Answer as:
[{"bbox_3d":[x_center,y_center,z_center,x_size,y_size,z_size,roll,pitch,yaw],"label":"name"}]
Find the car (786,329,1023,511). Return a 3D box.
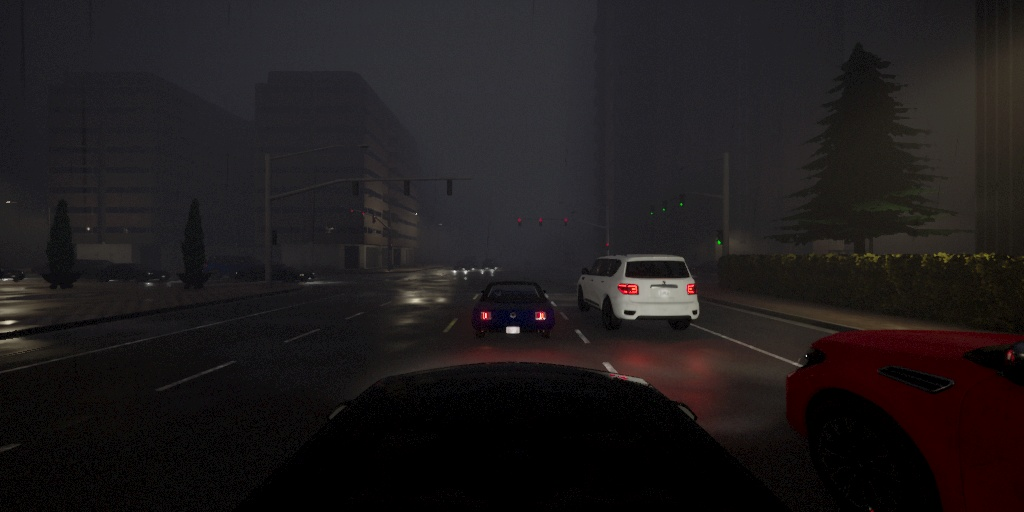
[{"bbox_3d":[3.601,0.972,0.917,2.150,2.045,5.566,0,0,0],"label":"car"}]

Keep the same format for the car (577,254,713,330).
[{"bbox_3d":[3.576,0.971,11.278,2.150,2.045,5.566,0,0,-2],"label":"car"}]

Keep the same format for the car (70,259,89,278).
[{"bbox_3d":[-35.708,1.100,30.900,4.553,1.767,2.097,0,0,1],"label":"car"}]

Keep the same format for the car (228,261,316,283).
[{"bbox_3d":[-17.895,1.297,27.122,5.357,1.411,2.033,0,0,2],"label":"car"}]

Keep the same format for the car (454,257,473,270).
[{"bbox_3d":[-7.147,1.274,51.544,1.812,1.442,4.674,0,0,0],"label":"car"}]

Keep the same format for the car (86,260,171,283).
[{"bbox_3d":[-28.883,1.275,27.335,4.674,1.442,1.812,0,0,1],"label":"car"}]

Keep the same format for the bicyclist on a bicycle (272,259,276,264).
[{"bbox_3d":[-28.690,1.049,42.820,0.582,1.620,1.656,0,0,0],"label":"bicyclist on a bicycle"}]

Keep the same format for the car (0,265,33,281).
[{"bbox_3d":[-40.417,1.275,27.438,4.674,1.442,1.812,0,0,0],"label":"car"}]

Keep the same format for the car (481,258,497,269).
[{"bbox_3d":[-3.666,1.253,55.456,1.837,1.490,4.892,0,0,0],"label":"car"}]

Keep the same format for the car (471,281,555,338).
[{"bbox_3d":[0.046,1.351,10.150,1.895,1.301,4.718,0,0,0],"label":"car"}]

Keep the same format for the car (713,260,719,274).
[{"bbox_3d":[20.828,1.227,37.607,5.008,1.535,1.882,0,0,1],"label":"car"}]

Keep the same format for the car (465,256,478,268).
[{"bbox_3d":[-7.156,0.969,61.246,2.150,2.045,5.566,0,0,0],"label":"car"}]

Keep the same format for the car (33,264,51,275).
[{"bbox_3d":[-47.609,1.296,38.203,5.357,1.411,2.033,0,0,0],"label":"car"}]

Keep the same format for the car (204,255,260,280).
[{"bbox_3d":[-23.110,0.970,30.788,5.566,2.045,2.150,0,0,1],"label":"car"}]
